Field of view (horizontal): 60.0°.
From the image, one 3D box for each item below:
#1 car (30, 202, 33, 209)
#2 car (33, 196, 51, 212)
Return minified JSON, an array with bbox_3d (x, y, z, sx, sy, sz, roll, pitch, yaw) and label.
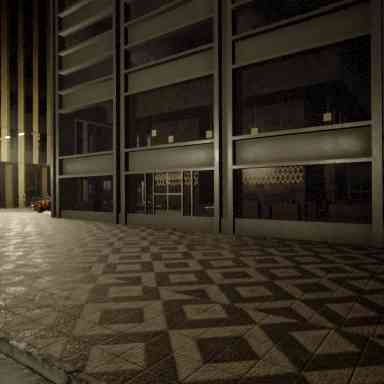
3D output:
[{"bbox_3d":[-16.038,1.339,38.249,2.128,1.511,4.902,0,0,36],"label":"car"},{"bbox_3d":[-13.985,1.183,35.636,2.097,1.767,4.553,0,0,36],"label":"car"}]
